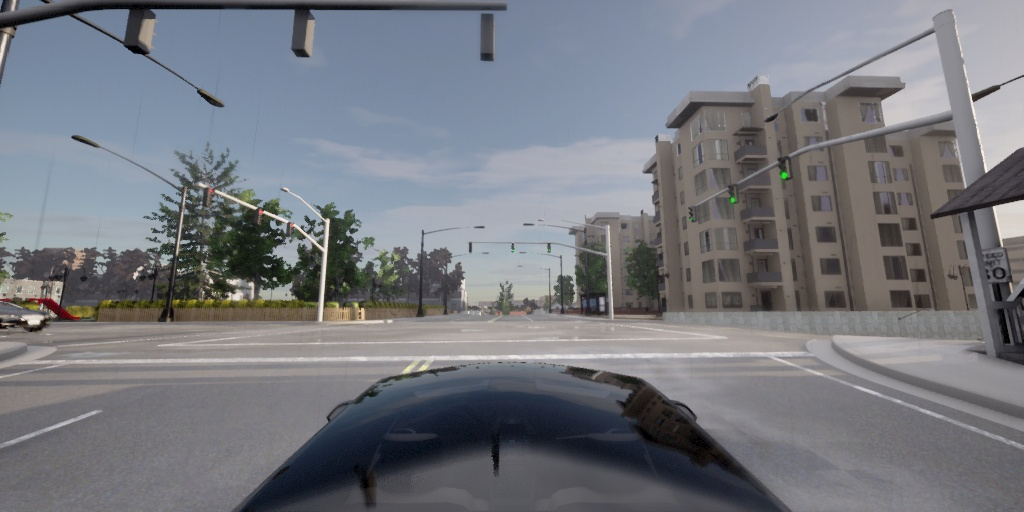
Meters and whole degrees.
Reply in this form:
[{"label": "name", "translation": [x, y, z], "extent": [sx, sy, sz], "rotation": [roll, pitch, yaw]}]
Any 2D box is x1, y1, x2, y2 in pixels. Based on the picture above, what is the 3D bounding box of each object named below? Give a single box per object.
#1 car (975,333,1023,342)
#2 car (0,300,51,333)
[{"label": "car", "translation": [28.865, 5.248, 19.566], "extent": [5.566, 2.045, 2.150], "rotation": [12, -9, 2]}, {"label": "car", "translation": [-23.228, 2.615, 15.601], "extent": [4.902, 1.511, 2.128], "rotation": [0, -9, -1]}]
